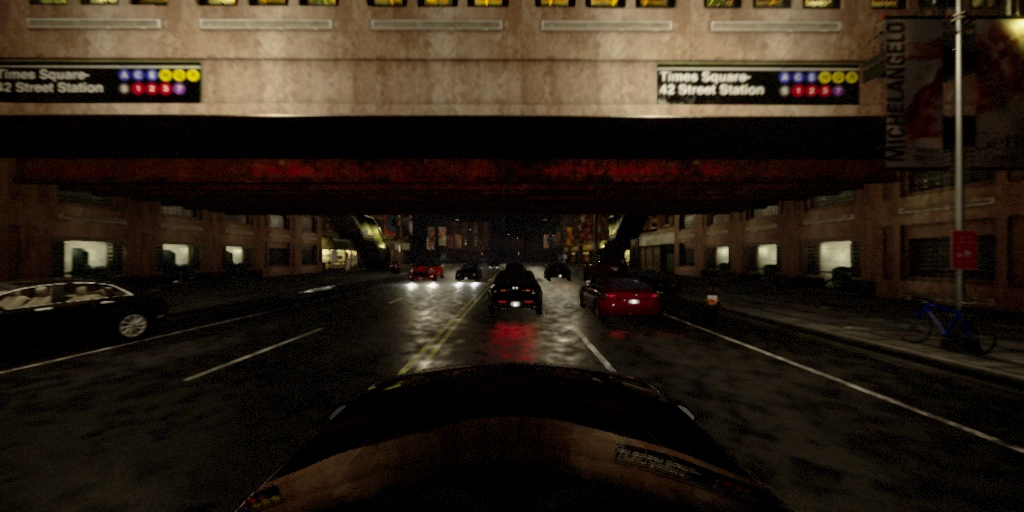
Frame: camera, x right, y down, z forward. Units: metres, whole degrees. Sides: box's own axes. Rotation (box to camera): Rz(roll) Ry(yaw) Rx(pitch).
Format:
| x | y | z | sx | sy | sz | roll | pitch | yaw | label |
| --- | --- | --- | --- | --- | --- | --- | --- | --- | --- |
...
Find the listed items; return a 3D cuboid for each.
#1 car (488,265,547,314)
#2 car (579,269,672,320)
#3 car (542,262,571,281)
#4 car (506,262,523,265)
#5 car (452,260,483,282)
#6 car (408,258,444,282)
| x | y | z | sx | sy | sz | roll | pitch | yaw | label |
| --- | --- | --- | --- | --- | --- | --- | --- | --- | --- |
| 0.131 | 1.265 | 13.739 | 1.837 | 1.490 | 4.892 | 0 | 0 | 0 | car |
| 3.622 | 1.323 | 12.607 | 1.994 | 1.385 | 4.181 | 0 | 0 | 0 | car |
| 3.708 | 1.277 | 29.919 | 1.837 | 1.490 | 4.892 | 0 | 0 | 0 | car |
| 0.208 | 1.278 | 29.977 | 1.837 | 1.490 | 4.892 | 0 | 0 | 0 | car |
| -3.482 | 1.320 | 29.759 | 2.033 | 1.411 | 5.357 | 0 | 0 | 0 | car |
| -6.981 | 1.124 | 29.565 | 2.097 | 1.767 | 4.553 | 0 | 0 | 0 | car |
